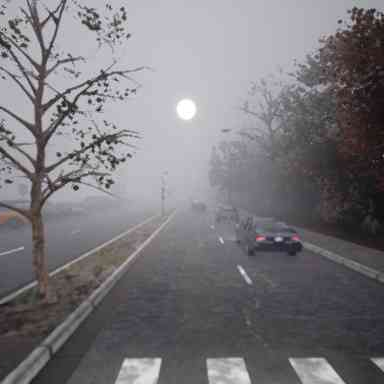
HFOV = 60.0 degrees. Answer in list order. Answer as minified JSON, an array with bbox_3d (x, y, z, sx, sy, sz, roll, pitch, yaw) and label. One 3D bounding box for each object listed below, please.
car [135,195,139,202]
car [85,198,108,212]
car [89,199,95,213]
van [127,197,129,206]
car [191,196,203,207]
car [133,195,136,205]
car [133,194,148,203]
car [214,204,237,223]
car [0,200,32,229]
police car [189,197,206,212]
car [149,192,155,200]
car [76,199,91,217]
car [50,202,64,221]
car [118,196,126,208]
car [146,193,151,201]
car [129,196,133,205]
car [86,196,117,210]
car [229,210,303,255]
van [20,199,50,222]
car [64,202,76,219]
[{"bbox_3d":[-13.854,1.890,67.671,4.792,1.488,2.163,-1,0,-20],"label":"car"},{"bbox_3d":[-13.880,1.931,43.769,4.674,1.452,2.002,-1,0,-20],"label":"car"},{"bbox_3d":[-13.857,1.910,37.812,4.792,1.488,2.163,-1,-1,-20],"label":"car"},{"bbox_3d":[-13.992,1.650,58.645,4.442,1.987,1.878,-1,0,-20],"label":"van"},{"bbox_3d":[0.874,1.729,60.684,2.097,1.767,4.553,0,0,0],"label":"car"},{"bbox_3d":[-13.875,1.906,64.653,4.674,1.452,2.002,-1,0,-20],"label":"car"},{"bbox_3d":[-13.851,1.872,79.677,4.792,1.488,2.163,-1,0,-20],"label":"car"},{"bbox_3d":[2.993,1.829,29.301,2.128,1.511,4.902,0,0,0],"label":"car"},{"bbox_3d":[-13.860,1.643,22.885,4.553,1.767,2.185,-1,0,-20],"label":"car"},{"bbox_3d":[0.881,1.821,44.822,1.930,1.638,5.238,0,0,0],"label":"police car"},{"bbox_3d":[-13.852,1.557,91.692,5.566,2.045,2.435,-1,0,-20],"label":"car"},{"bbox_3d":[-13.713,1.862,34.885,5.366,1.575,1.946,-1,-1,-20],"label":"car"},{"bbox_3d":[-13.881,1.867,28.843,4.674,1.452,2.002,-1,0,-20],"label":"car"},{"bbox_3d":[-13.860,1.632,52.737,5.566,2.045,2.435,-1,0,-20],"label":"car"},{"bbox_3d":[-14.048,1.830,85.601,5.366,1.575,1.946,-1,0,-20],"label":"car"},{"bbox_3d":[-13.852,1.744,61.680,4.553,1.767,2.185,-1,0,-20],"label":"car"},{"bbox_3d":[-13.912,1.641,46.740,5.566,2.045,2.435,-1,0,-20],"label":"car"},{"bbox_3d":[2.996,1.710,14.003,2.033,1.411,5.357,0,-1,0],"label":"car"},{"bbox_3d":[-13.782,1.575,25.913,4.442,1.987,1.878,-1,-1,-20],"label":"van"},{"bbox_3d":[-13.912,1.882,31.815,4.792,1.488,2.163,-1,0,-20],"label":"car"}]
